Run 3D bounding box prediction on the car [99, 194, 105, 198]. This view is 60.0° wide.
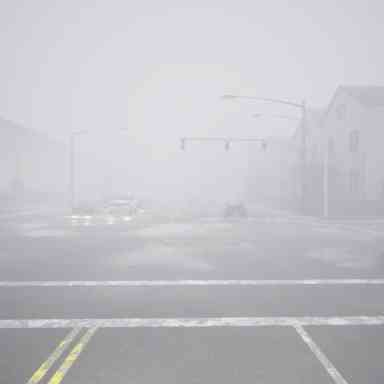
[{"bbox_3d":[-10.562,1.221,42.921,2.150,2.045,5.566,0,0,0],"label":"car"}]

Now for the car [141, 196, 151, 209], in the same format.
[{"bbox_3d":[-7.060,1.504,44.243,1.837,1.490,4.892,0,0,0],"label":"car"}]

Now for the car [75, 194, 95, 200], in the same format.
[{"bbox_3d":[-28.890,1.452,89.760,2.038,1.542,4.974,0,0,29],"label":"car"}]

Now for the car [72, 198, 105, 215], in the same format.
[{"bbox_3d":[-10.570,1.564,33.662,1.994,1.385,4.181,0,0,0],"label":"car"}]

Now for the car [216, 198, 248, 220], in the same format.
[{"bbox_3d":[3.550,1.495,28.590,2.128,1.511,4.902,0,0,-1],"label":"car"}]

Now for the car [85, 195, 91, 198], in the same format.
[{"bbox_3d":[-28.105,1.452,84.393,2.038,1.542,4.974,0,0,-36],"label":"car"}]

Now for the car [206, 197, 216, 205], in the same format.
[{"bbox_3d":[3.551,1.598,58.673,1.895,1.301,4.718,0,0,0],"label":"car"}]

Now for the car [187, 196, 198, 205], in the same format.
[{"bbox_3d":[0.052,1.491,58.646,2.128,1.511,4.902,0,0,0],"label":"car"}]

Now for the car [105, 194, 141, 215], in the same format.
[{"bbox_3d":[-7.070,1.221,34.691,2.150,2.045,5.566,0,0,0],"label":"car"}]

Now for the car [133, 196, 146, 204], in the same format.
[{"bbox_3d":[-10.460,1.525,66.761,1.812,1.442,4.674,0,0,0],"label":"car"}]

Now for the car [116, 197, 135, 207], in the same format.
[{"bbox_3d":[-10.549,1.547,53.316,2.033,1.411,5.357,0,0,0],"label":"car"}]

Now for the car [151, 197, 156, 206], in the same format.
[{"bbox_3d":[-7.040,1.477,54.631,1.882,1.535,5.008,0,0,0],"label":"car"}]
